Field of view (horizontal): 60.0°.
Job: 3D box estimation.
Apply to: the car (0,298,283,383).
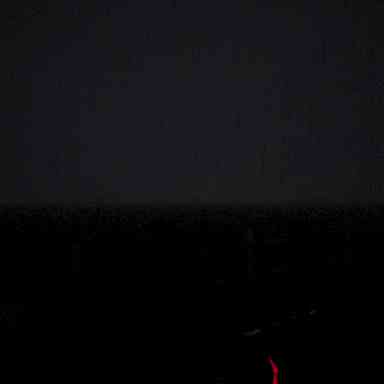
[{"bbox_3d":[-1.269,1.564,2.166,4.181,1.385,1.994,0,0,-35],"label":"car"}]
